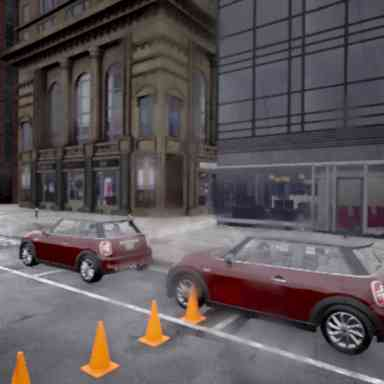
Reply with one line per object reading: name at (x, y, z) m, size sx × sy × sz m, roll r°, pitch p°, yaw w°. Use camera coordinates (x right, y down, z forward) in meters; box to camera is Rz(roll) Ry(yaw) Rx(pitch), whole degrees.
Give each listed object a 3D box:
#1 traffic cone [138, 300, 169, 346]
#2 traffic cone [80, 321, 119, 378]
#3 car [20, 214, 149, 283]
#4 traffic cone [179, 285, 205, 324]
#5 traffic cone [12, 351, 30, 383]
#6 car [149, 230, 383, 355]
traffic cone at (-0.575, 1.927, 5.004) m, size 0.340 × 0.580 × 0.340 m, roll 1°, pitch 0°, yaw 36°
traffic cone at (-1.159, 1.924, 4.192) m, size 0.340 × 0.580 × 0.340 m, roll 1°, pitch 0°, yaw 36°
car at (-3.133, 1.361, 9.477) m, size 4.097 × 1.590 × 1.967 m, roll 1°, pitch 0°, yaw 36°
traffic cone at (0.010, 1.930, 5.815) m, size 0.340 × 0.580 × 0.340 m, roll 1°, pitch 0°, yaw 36°
traffic cone at (-1.743, 1.920, 3.381) m, size 0.340 × 0.580 × 0.340 m, roll 1°, pitch 0°, yaw 36°
car at (1.442, 1.430, 6.183) m, size 4.097 × 1.590 × 1.967 m, roll 1°, pitch 0°, yaw 36°
